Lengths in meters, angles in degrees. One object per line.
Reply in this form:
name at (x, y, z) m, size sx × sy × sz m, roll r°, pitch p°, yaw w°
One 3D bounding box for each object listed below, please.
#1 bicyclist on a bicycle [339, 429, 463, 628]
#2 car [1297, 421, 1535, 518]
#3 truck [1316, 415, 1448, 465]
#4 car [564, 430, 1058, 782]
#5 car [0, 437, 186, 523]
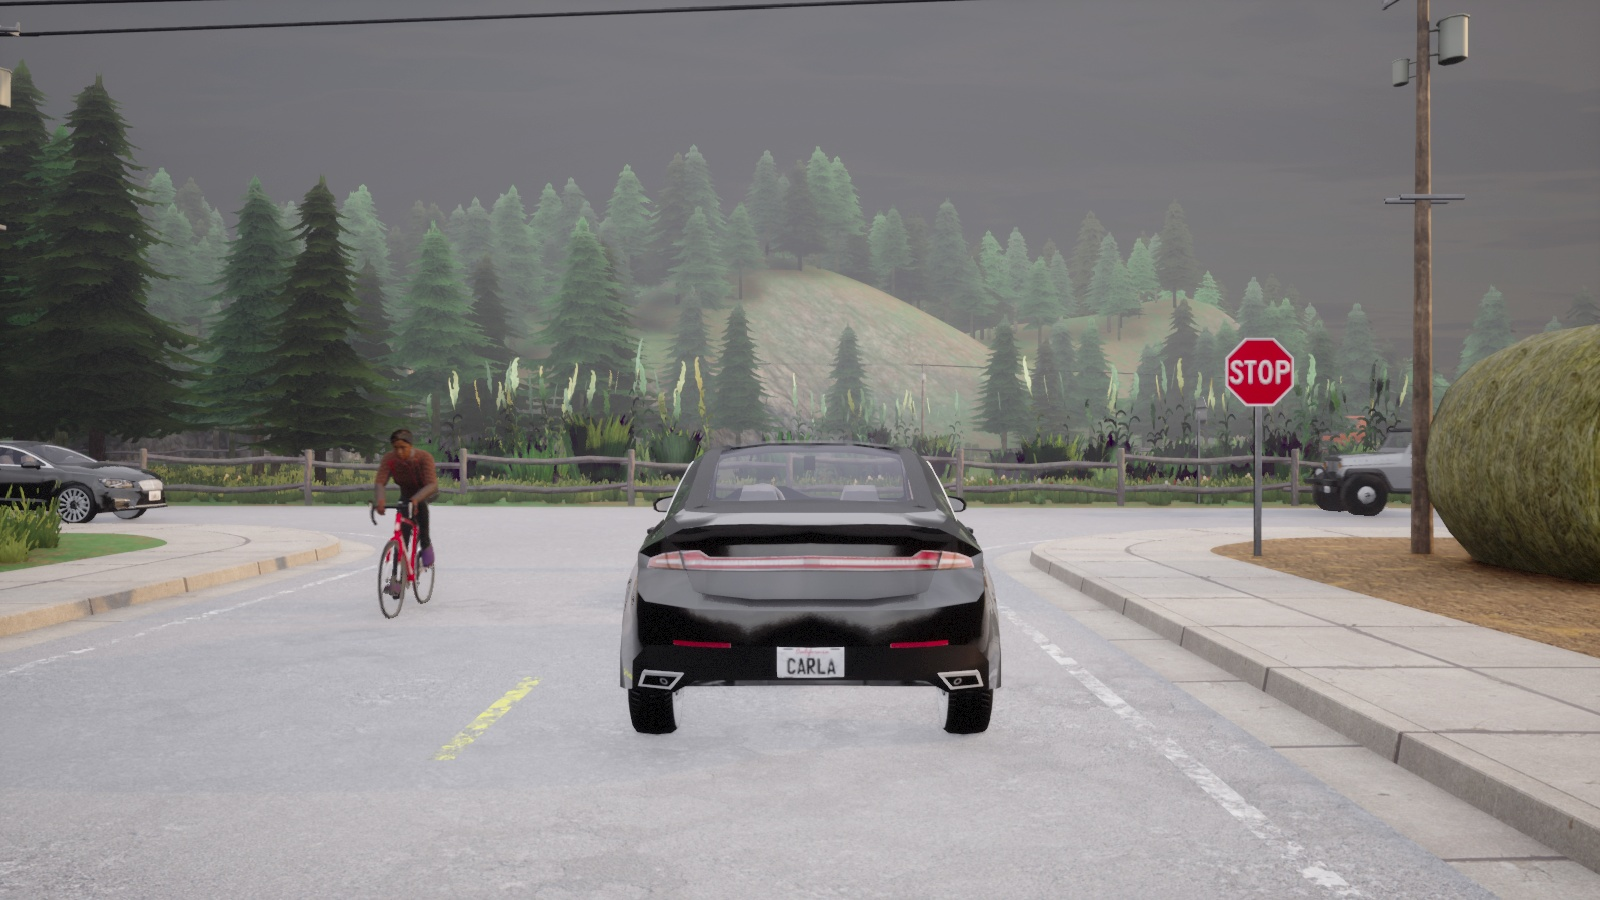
bicyclist on a bicycle at (-3.486, 0.634, 11.098) m, size 0.582 × 1.620 × 1.656 m, roll 0°, pitch 1°, yaw -1°
car at (12.376, 0.375, 25.431) m, size 3.866 × 1.878 × 1.905 m, roll 0°, pitch 0°, yaw 3°
truck at (40.981, -0.703, 88.529) m, size 7.936 × 3.462 × 2.891 m, roll 0°, pitch 0°, yaw 1°
car at (0.061, 0.658, 7.862) m, size 2.128 × 1.511 × 4.902 m, roll 0°, pitch 0°, yaw 0°
car at (-14.394, 0.524, 23.385) m, size 4.902 × 1.511 × 2.128 m, roll 0°, pitch 0°, yaw 3°
